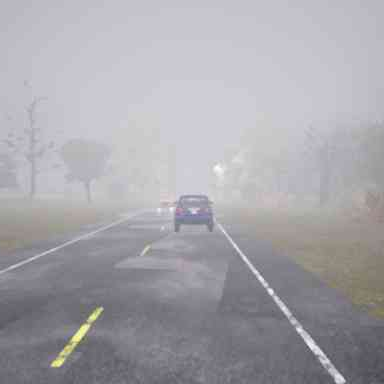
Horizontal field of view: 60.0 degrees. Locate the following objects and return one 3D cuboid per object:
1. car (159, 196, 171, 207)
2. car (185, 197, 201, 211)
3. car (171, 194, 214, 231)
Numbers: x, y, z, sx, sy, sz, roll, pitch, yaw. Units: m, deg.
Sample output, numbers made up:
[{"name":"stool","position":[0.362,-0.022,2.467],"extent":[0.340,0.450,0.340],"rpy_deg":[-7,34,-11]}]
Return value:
[{"name":"car","position":[-3.504,1.269,46.363],"extent":[1.882,1.535,5.008],"rpy_deg":[0,0,0]},{"name":"car","position":[0.097,1.347,38.958],"extent":[1.812,1.442,4.674],"rpy_deg":[0,0,0]},{"name":"car","position":[0.099,1.129,19.962],"extent":[2.150,2.045,5.566],"rpy_deg":[0,0,0]}]
